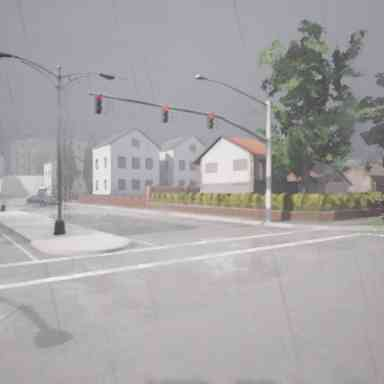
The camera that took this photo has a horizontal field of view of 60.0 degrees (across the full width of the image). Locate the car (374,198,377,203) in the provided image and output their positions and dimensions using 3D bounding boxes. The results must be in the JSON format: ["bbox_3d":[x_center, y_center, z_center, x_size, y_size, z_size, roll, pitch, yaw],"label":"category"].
[{"bbox_3d":[19.367,0.921,38.730,1.970,1.475,3.806,0,0,-36],"label":"car"}]

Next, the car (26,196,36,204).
[{"bbox_3d":[-27.874,1.409,58.861,2.033,1.411,5.357,0,0,-36],"label":"car"}]

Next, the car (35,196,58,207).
[{"bbox_3d":[-21.621,1.420,50.291,2.033,1.411,5.357,0,0,-36],"label":"car"}]
